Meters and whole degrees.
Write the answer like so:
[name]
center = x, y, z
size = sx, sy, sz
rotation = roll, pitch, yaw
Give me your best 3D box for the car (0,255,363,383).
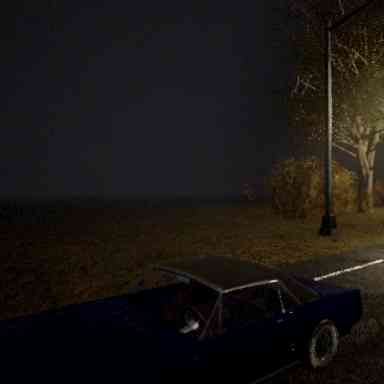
[car]
center = 0.006, 1.582, 4.031
size = 4.718, 1.301, 1.895
rotation = -1, 0, -36
